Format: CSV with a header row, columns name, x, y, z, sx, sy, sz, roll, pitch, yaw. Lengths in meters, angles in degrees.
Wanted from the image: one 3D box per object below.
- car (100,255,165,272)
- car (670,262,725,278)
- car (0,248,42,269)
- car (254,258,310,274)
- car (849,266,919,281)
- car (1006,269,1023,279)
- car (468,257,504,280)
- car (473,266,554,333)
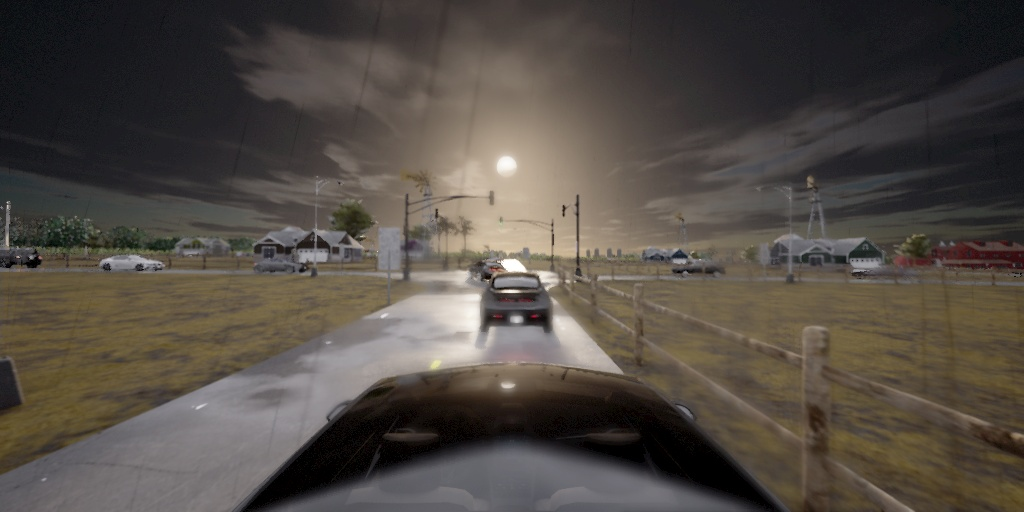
name,x,y,z,sx,sy,sz,roll,pitch,yaw
car,-33.419,0.635,31.594,4.674,1.442,1.812,1,-1,0
car,18.149,1.323,35.187,5.008,1.535,1.882,1,-1,0
car,-49.872,0.256,35.224,5.566,2.045,2.150,0,-1,0
car,-20.193,0.824,31.568,4.181,1.385,1.994,1,-1,0
car,36.468,1.701,35.162,5.357,1.411,2.033,1,-1,0
car,52.115,1.585,35.045,5.357,1.411,2.033,1,-1,0
car,-1.844,1.082,26.174,1.837,1.490,4.892,1,0,-20
car,0.103,1.189,10.499,1.837,1.490,4.892,0,0,0
